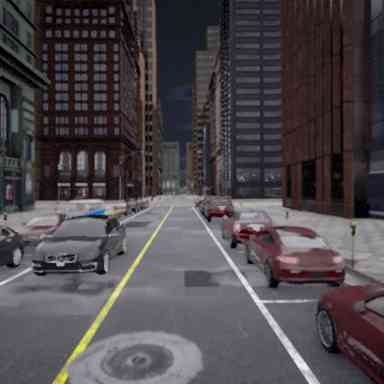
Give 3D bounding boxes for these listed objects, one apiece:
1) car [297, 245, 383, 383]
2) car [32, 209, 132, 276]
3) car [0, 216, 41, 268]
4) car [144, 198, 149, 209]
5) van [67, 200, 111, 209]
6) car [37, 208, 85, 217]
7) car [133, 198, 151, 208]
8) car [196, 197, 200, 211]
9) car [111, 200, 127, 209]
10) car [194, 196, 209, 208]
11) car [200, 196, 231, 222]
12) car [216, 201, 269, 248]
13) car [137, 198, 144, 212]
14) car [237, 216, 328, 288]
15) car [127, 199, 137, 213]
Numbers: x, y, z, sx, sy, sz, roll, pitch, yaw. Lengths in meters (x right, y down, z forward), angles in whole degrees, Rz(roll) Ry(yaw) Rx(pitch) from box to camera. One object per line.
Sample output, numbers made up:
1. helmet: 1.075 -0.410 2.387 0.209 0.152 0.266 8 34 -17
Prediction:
1. car: 2.702 1.560 3.290 1.802 1.307 4.206 -1 0 -2
2. car: -3.274 1.512 10.520 1.837 1.490 4.892 0 0 -2
3. car: -5.985 1.577 8.668 2.008 1.369 4.403 -1 0 -2
4. car: -6.978 1.572 42.473 1.947 1.339 4.313 -1 0 -2
5. van: -6.318 1.358 19.937 1.690 1.788 3.998 -1 0 -2
6. car: -6.150 1.603 14.303 1.802 1.307 4.206 -1 0 -2
7. car: -7.144 1.556 48.108 2.008 1.369 4.403 -1 0 -2
8. car: 1.871 1.270 31.458 2.192 1.841 5.009 -1 0 -2
9. car: -6.477 1.538 25.401 1.752 1.417 4.829 -1 0 -2
10. car: 1.376 1.391 48.359 1.967 1.590 4.097 -1 0 -2
11. car: 2.037 1.273 25.824 2.192 1.841 5.009 -1 0 -2
12. car: 2.369 1.407 14.558 1.967 1.590 4.097 -1 0 -2
13. car: -6.813 1.574 36.839 1.947 1.339 4.313 -1 0 -2
14. car: 2.536 1.554 8.924 1.802 1.307 4.206 -1 0 -2
15. car: -6.647 1.592 31.205 1.802 1.307 4.206 -1 0 -2
